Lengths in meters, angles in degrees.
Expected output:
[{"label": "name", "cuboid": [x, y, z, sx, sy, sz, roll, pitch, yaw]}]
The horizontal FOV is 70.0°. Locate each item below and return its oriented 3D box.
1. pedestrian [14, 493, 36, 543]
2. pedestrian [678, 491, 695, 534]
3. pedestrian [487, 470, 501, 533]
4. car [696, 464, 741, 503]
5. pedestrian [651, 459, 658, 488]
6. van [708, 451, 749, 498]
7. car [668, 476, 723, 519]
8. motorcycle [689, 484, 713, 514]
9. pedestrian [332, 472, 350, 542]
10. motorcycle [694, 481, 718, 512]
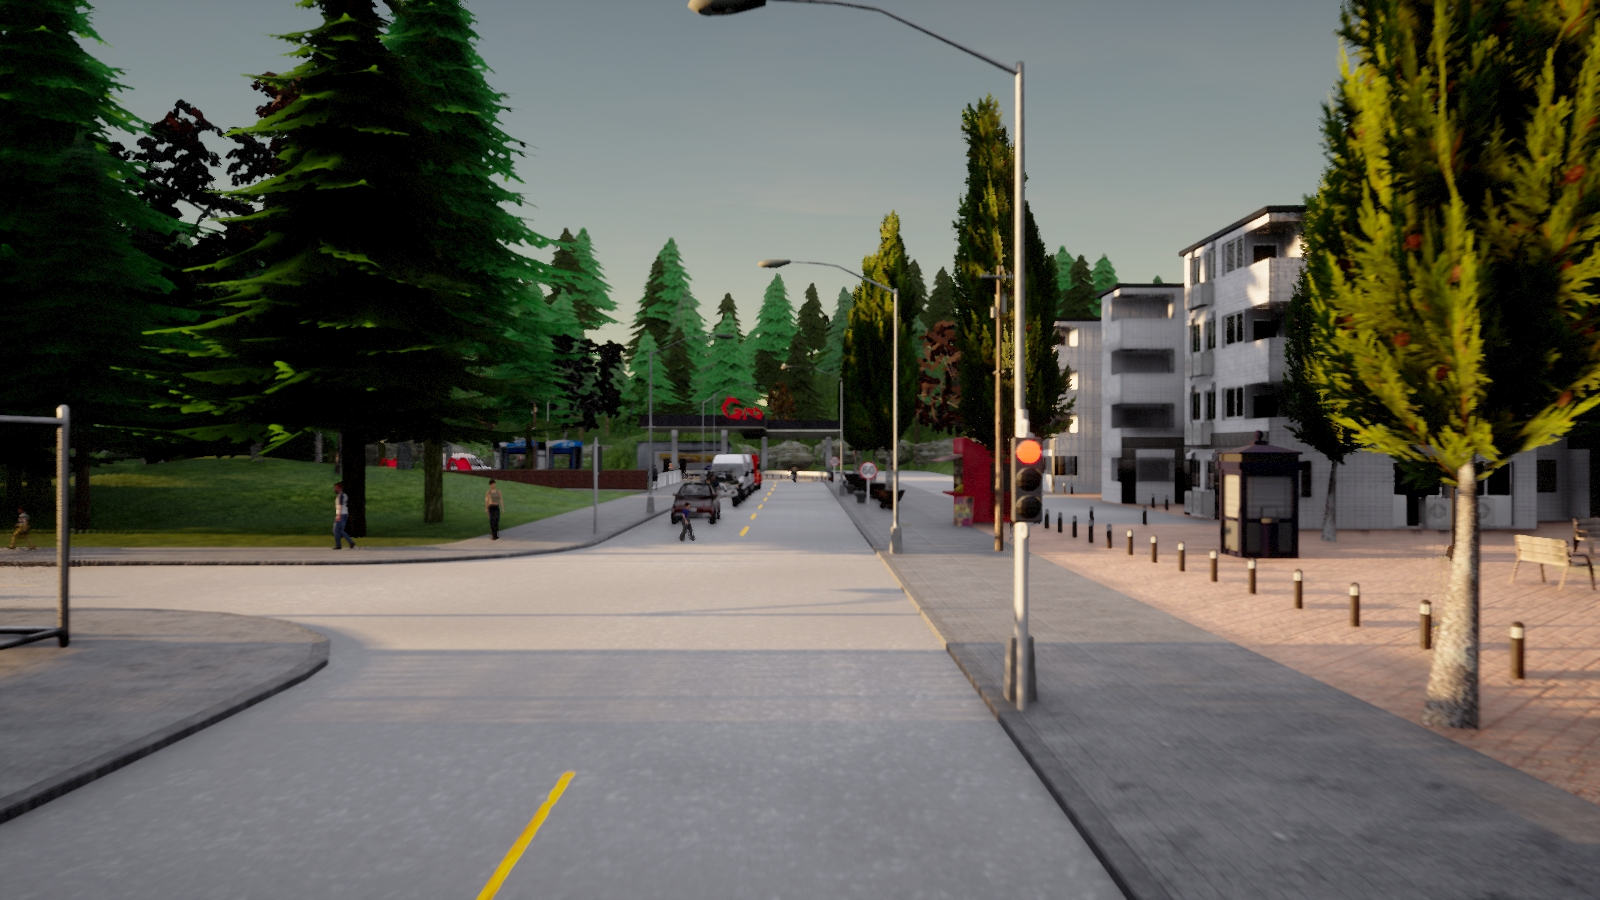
[{"label": "pedestrian", "cuboid": [-20.701, 1.805, 30.514, 0.375, 1.300, 0.375, 0, 0, -9]}, {"label": "pedestrian", "cuboid": [-3.470, 1.909, 34.894, 0.375, 1.300, 0.375, 0, 0, 20]}, {"label": "pedestrian", "cuboid": [-9.085, 1.526, 33.918, 0.375, 1.860, 0.375, 0, 0, -10]}, {"label": "car", "cuboid": [-4.048, 1.644, 57.560, 1.932, 1.855, 4.605, 0, 0, 0]}, {"label": "pedestrian", "cuboid": [-9.445, 1.525, 74.150, 0.375, 1.860, 0.375, 0, 0, 16]}, {"label": "van", "cuboid": [-3.993, 1.315, 64.626, 1.988, 2.561, 5.915, 0, 0, 0]}, {"label": "car", "cuboid": [-4.001, 1.808, 44.232, 1.789, 1.549, 3.705, 0, 0, 0]}, {"label": "motorcycle", "cuboid": [-4.019, 1.992, 46.586, 0.803, 1.145, 2.033, 0, 0, 0]}, {"label": "pedestrian", "cuboid": [-12.340, 1.524, 30.742, 0.375, 1.860, 0.375, 0, 0, -9]}, {"label": "motorcycle", "cuboid": [-3.989, 1.962, 48.727, 0.856, 1.236, 1.805, 0, 0, 0]}]
